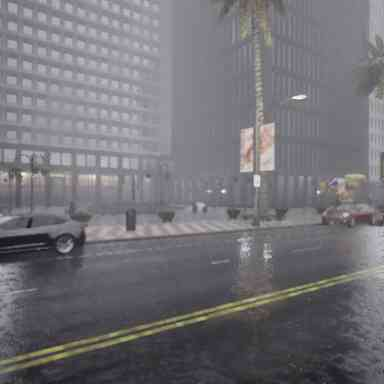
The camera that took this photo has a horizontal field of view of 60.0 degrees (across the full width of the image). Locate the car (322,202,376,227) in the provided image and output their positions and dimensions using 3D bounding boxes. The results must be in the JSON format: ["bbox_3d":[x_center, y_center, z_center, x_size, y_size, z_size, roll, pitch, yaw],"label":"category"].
[{"bbox_3d":[11.626,1.575,24.593,4.553,1.767,2.185,1,0,-36],"label":"car"}]

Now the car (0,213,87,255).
[{"bbox_3d":[-6.270,1.529,11.914,4.786,1.482,2.161,1,0,-36],"label":"car"}]
